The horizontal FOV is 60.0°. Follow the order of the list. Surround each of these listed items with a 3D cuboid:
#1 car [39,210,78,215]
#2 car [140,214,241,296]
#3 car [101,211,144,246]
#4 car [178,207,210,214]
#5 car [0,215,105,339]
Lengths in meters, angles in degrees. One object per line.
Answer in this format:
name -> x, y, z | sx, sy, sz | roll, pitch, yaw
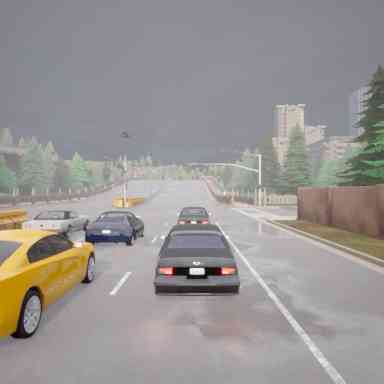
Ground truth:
car -> -6.916, 1.601, 17.582 | 1.895, 1.301, 4.718 | 0, 0, 0
car -> 0.092, 1.547, 8.806 | 2.033, 1.411, 5.357 | 0, 0, 0
car -> -3.419, 1.564, 15.353 | 1.994, 1.385, 4.181 | 0, 0, 0
car -> 0.106, 1.547, 18.872 | 2.033, 1.411, 5.357 | 0, 0, 1
car -> -3.406, 1.478, 6.596 | 1.882, 1.535, 5.008 | 0, 0, 0
